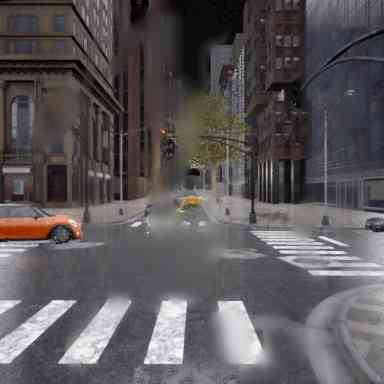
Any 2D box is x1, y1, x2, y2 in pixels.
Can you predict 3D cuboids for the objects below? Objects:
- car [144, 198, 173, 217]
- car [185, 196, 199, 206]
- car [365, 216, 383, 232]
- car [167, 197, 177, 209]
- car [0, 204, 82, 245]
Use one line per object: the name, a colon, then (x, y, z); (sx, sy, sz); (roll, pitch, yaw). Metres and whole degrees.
car: (-3.128, 1.488, 30.310); (1.994, 1.385, 4.181); (0, 0, 0)
car: (0.050, 1.270, 48.969); (1.882, 1.535, 5.008); (0, 0, 0)
car: (11.910, 1.630, 18.363); (4.403, 1.369, 2.008); (0, 0, 0)
car: (-3.138, 1.457, 40.560); (1.895, 1.301, 4.718); (0, 0, 0)
car: (-7.150, 1.305, 14.375); (4.553, 1.767, 2.097); (1, 0, -21)
